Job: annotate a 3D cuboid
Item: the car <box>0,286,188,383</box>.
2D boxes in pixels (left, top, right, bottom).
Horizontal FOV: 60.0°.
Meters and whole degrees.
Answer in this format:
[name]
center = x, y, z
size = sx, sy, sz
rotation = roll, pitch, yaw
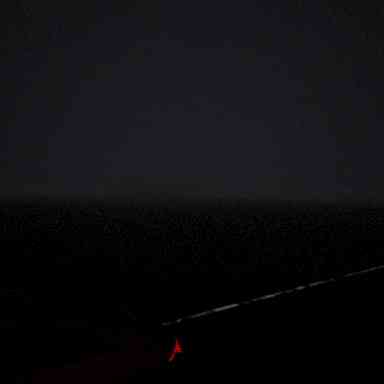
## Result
[car]
center = -2.071, 1.563, 2.515
size = 4.181, 1.385, 1.994
rotation = 0, 0, -35
